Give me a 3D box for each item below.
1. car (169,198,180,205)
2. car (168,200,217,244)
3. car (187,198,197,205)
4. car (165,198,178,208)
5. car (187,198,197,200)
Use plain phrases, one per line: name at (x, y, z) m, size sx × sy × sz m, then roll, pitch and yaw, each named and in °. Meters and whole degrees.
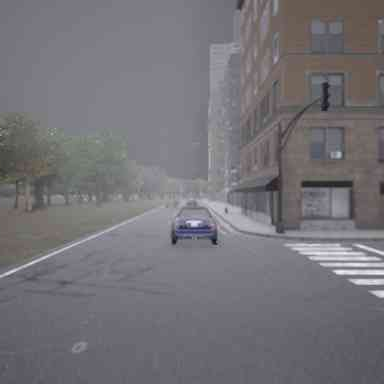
car at (-3.498, 1.950, 66.683) m, size 1.895 × 1.301 × 4.718 m, roll 0°, pitch 0°, yaw 0°
car at (0.103, 1.474, 16.789) m, size 2.097 × 1.767 × 4.553 m, roll 0°, pitch 0°, yaw 0°
car at (0.002, 1.862, 66.652) m, size 1.812 × 1.442 × 4.674 m, roll 0°, pitch 0°, yaw 0°
car at (-3.498, 1.873, 56.233) m, size 2.033 × 1.411 × 5.357 m, roll 0°, pitch 0°, yaw 0°
car at (0.003, 1.829, 56.233) m, size 1.837 × 1.490 × 4.892 m, roll 0°, pitch 0°, yaw 0°
